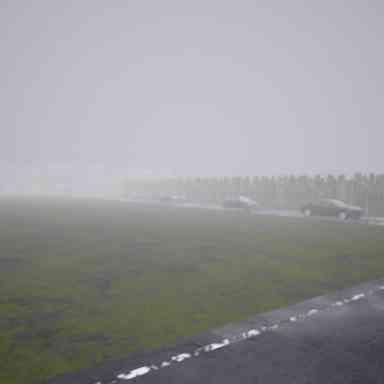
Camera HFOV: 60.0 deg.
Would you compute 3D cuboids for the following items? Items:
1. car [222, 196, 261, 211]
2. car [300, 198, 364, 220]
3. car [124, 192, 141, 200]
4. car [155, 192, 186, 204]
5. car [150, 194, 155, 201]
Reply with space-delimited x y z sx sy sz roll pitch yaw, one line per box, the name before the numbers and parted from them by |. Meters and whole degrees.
car | 5.096 1.169 34.866 1.812 1.442 4.674 1 1 -36
car | 11.033 1.302 26.521 1.882 1.535 5.008 1 1 -34
car | -11.201 0.687 62.442 1.994 1.385 4.181 1 0 -36
car | -2.718 0.759 45.771 2.097 1.767 4.553 1 1 -36
car | -5.172 0.792 54.133 2.128 1.511 4.902 1 0 -35
